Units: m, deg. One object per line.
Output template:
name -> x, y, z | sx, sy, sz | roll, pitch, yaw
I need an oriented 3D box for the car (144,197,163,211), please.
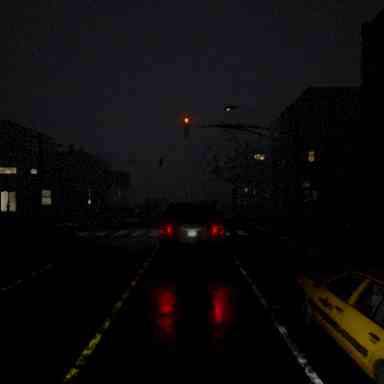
car -> -5.652, 1.731, 47.805 | 2.192, 1.841, 5.009 | -1, 0, 0

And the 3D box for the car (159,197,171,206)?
car -> -5.634, 1.922, 69.981 | 2.192, 1.841, 5.009 | -1, 0, 0

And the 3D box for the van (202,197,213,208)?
van -> 2.738, 1.852, 58.885 | 1.690, 1.788, 3.998 | -1, 0, 0

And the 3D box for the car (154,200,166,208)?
car -> -5.641, 2.093, 58.891 | 1.802, 1.307, 4.206 | -1, 0, 0

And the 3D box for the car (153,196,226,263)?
car -> 0.023, 1.336, 12.584 | 2.150, 2.045, 5.566 | 0, 0, 0

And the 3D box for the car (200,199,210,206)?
car -> 2.750, 2.157, 69.971 | 2.008, 1.369, 4.403 | -1, 0, 0

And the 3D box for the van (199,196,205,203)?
van -> 2.767, 2.138, 92.148 | 1.690, 1.788, 3.998 | -1, 0, 0

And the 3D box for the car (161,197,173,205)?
car -> -5.628, 1.969, 75.524 | 2.192, 1.841, 5.009 | -1, 0, 0

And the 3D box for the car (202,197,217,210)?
car -> 2.733, 1.778, 53.342 | 2.192, 1.841, 5.009 | -1, 0, 0

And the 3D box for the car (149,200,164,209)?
car -> -5.646, 2.008, 53.347 | 1.887, 1.381, 4.507 | -1, 0, 0

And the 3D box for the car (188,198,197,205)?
car -> 0.064, 2.112, 73.752 | 1.882, 1.535, 5.008 | 0, 0, 0

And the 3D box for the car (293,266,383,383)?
car -> 2.691, 1.565, 4.374 | 1.752, 1.417, 4.829 | -1, 0, 0

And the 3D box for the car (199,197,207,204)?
car -> 2.763, 2.189, 86.604 | 1.967, 1.590, 4.097 | -1, 0, 0

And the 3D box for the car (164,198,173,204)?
car -> -5.621, 2.268, 81.066 | 1.947, 1.339, 4.313 | -1, 0, 0

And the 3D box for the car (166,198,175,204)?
car -> -5.616, 2.294, 86.610 | 1.887, 1.381, 4.507 | -1, 0, 0

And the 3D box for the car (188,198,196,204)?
car -> 0.074, 2.178, 84.202 | 1.994, 1.385, 4.181 | 0, 0, 0
